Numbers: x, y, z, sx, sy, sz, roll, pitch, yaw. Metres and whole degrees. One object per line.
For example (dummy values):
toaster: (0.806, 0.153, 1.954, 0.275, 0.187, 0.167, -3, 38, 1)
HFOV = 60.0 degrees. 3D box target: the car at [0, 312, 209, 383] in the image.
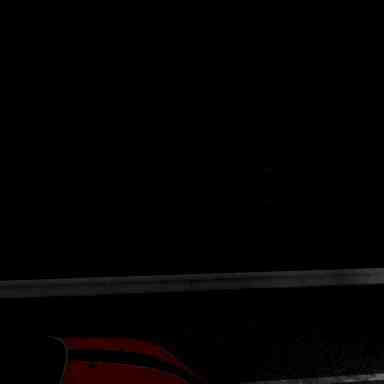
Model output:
car: (-1.880, 1.352, 1.634, 4.553, 1.767, 2.097, 0, 0, -6)
